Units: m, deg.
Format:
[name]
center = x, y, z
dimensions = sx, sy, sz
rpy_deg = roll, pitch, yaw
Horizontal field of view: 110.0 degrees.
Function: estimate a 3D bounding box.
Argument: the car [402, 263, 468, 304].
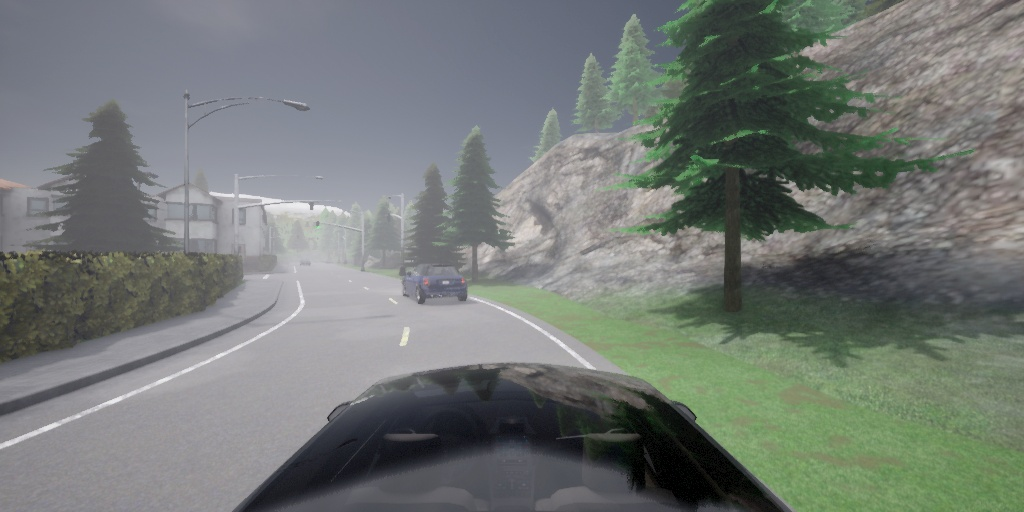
[car]
center = -3.725, 1.115, 16.711
dimensions = 2.097, 1.767, 4.553
rpy_deg = 0, 0, -28
